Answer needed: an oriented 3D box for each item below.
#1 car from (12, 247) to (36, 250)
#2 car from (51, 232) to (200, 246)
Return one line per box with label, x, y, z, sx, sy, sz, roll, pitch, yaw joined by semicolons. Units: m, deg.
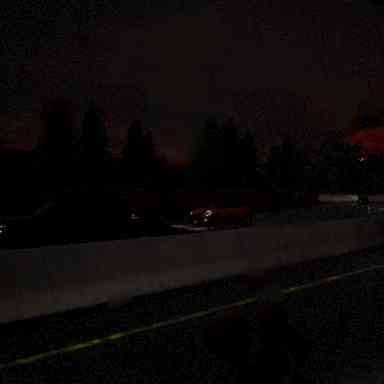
car;-4.930;1.219;13.366;5.566;2.045;2.150;0;0;-35
car;-2.096;1.598;11.093;4.718;1.301;1.895;0;0;-35
